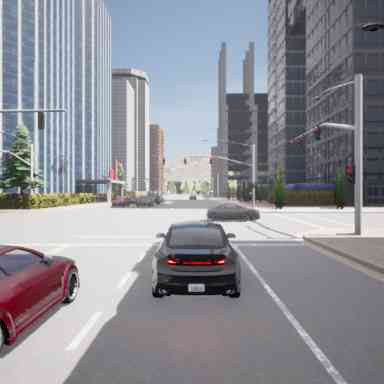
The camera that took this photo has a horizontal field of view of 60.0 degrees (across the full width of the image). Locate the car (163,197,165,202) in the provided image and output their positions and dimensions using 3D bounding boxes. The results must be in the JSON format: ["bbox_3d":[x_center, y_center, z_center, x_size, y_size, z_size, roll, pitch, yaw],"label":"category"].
[{"bbox_3d":[-6.818,1.516,69.845,1.812,1.442,4.674,0,0,0],"label":"car"}]

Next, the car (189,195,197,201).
[{"bbox_3d":[0.227,1.514,86.976,1.812,1.442,4.674,0,0,0],"label":"car"}]

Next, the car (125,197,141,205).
[{"bbox_3d":[-10.420,1.557,58.842,1.994,1.385,4.181,0,0,0],"label":"car"}]

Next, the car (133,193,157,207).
[{"bbox_3d":[-6.954,1.346,49.657,2.097,1.767,4.553,0,0,0],"label":"car"}]

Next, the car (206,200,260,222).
[{"bbox_3d":[3.133,1.561,25.743,4.181,1.385,1.994,0,0,1],"label":"car"}]

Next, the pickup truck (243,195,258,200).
[{"bbox_3d":[13.311,1.050,72.719,2.390,2.098,6.274,0,0,31],"label":"pickup truck"}]

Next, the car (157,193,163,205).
[{"bbox_3d":[-6.916,1.214,59.497,2.150,2.045,5.566,0,0,1],"label":"car"}]

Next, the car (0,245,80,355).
[{"bbox_3d":[-3.424,1.563,5.546,1.994,1.385,4.181,0,0,1],"label":"car"}]

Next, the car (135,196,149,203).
[{"bbox_3d":[-10.320,1.517,69.003,2.128,1.511,4.902,0,0,0],"label":"car"}]

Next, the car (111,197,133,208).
[{"bbox_3d":[-10.456,1.472,48.858,1.882,1.535,5.008,0,0,0],"label":"car"}]

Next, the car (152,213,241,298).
[{"bbox_3d":[0.100,1.504,8.503,1.837,1.490,4.892,0,0,0],"label":"car"}]
